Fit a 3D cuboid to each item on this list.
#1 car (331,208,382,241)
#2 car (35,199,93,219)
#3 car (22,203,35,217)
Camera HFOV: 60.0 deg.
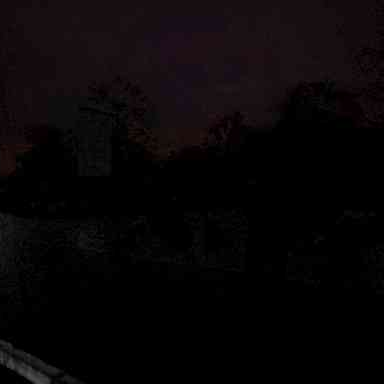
[{"bbox_3d":[8.272,1.506,16.645,2.002,1.452,4.674,0,0,36],"label":"car"},{"bbox_3d":[-11.511,1.467,30.820,2.185,1.767,4.553,0,0,35],"label":"car"},{"bbox_3d":[-14.132,1.650,32.603,2.002,1.452,4.674,0,0,35],"label":"car"}]
